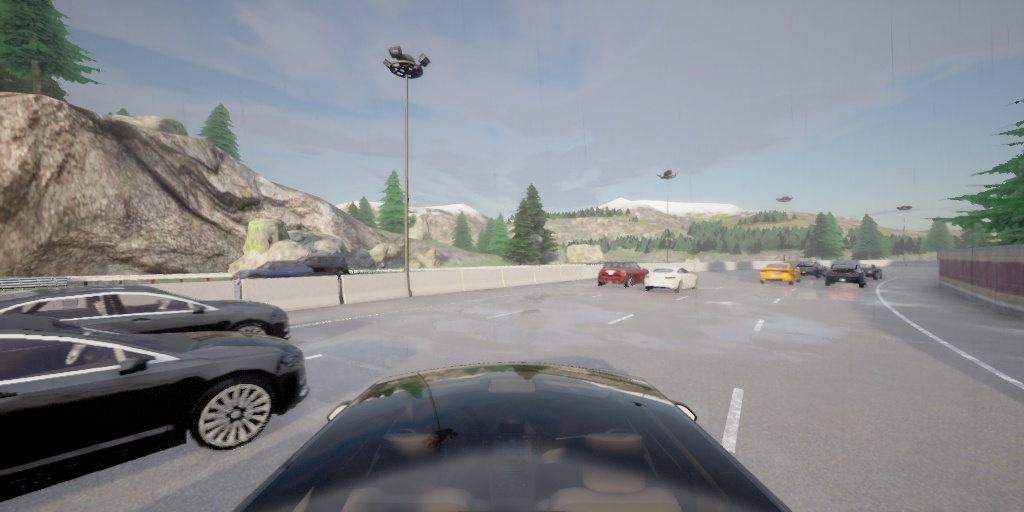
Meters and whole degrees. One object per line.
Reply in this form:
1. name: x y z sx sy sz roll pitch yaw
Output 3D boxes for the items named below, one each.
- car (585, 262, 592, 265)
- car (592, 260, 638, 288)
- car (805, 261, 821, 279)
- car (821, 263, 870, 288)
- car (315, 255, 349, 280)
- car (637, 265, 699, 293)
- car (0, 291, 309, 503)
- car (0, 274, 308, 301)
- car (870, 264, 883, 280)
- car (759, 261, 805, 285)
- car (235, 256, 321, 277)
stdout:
1. car: 11.468 1.243 47.363 4.902 1.511 2.128 0 0 -40
2. car: 7.638 1.103 24.081 2.097 1.767 4.553 0 0 42
3. car: 27.685 1.242 33.218 4.902 1.511 2.128 0 0 -39
4. car: 22.484 1.255 24.114 4.892 1.490 1.837 0 0 -43
5. car: -16.091 0.971 28.941 2.150 2.045 5.566 0 0 38
6. car: 9.196 1.276 20.629 1.812 1.442 4.674 0 0 43
7. car: -4.386 1.240 2.942 2.128 1.511 4.902 0 0 33
8. car: -6.528 1.241 6.027 2.128 1.511 4.902 0 0 33
9. car: 30.423 1.351 30.949 4.718 1.301 1.895 0 0 -39
10. car: 19.747 1.228 26.340 5.008 1.535 1.882 0 0 -44
11. car: -15.668 1.102 23.693 2.097 1.767 4.553 0 0 37
